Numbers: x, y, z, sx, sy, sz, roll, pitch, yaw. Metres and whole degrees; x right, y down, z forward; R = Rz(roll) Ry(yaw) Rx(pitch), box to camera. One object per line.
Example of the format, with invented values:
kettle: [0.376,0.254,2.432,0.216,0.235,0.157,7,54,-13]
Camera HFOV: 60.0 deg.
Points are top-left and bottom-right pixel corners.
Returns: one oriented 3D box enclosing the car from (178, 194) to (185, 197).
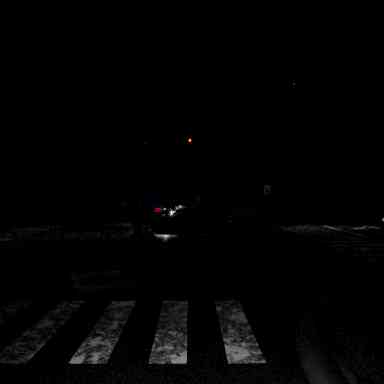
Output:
car: [-3.023,1.584,62.082,2.128,1.511,4.902,0,0,1]

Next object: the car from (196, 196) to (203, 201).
car: [2.064,1.698,90.133,1.812,1.442,4.674,0,0,0]

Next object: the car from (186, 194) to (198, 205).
car: [-0.123,1.660,63.479,1.994,1.385,4.181,0,0,1]

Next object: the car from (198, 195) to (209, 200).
car: [2.398,1.636,52.697,1.947,1.339,4.313,0,0,0]

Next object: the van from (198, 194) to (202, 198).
van: [2.409,1.424,58.208,1.690,1.788,3.998,0,0,0]

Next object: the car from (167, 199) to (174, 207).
car: [-3.150,1.634,32.061,1.895,1.301,4.718,0,0,1]

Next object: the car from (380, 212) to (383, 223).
car: [14.350,1.438,20.675,4.902,1.511,2.128,0,0,0]

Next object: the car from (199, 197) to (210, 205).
car: [2.420,1.647,63.718,2.008,1.369,4.403,0,0,0]

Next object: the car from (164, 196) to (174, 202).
car: [-5.571,1.694,80.267,2.008,1.369,4.403,0,0,0]

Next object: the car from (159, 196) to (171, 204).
car: [-5.594,1.552,69.246,1.967,1.590,4.097,0,0,0]

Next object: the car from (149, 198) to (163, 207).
car: [-5.627,1.652,52.713,1.802,1.307,4.206,0,0,0]

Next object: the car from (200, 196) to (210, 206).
car: [2.387,1.641,47.187,1.802,1.307,4.206,0,0,0]

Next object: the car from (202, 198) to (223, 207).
car: [2.364,1.606,36.164,1.947,1.339,4.313,0,0,0]

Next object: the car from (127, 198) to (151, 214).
car: [-5.661,1.480,36.181,1.967,1.590,4.097,0,0,0]

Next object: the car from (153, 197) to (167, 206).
car: [-5.616,1.634,58.224,2.008,1.369,4.403,0,0,0]

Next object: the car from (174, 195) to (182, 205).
car: [-3.086,1.633,52.001,1.994,1.385,4.181,0,0,0]

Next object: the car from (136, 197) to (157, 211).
car: [-5.649,1.489,41.692,1.967,1.590,4.097,0,0,0]

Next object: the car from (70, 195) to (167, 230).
car: [-4.567,1.236,20.619,5.566,2.045,2.150,0,0,0]

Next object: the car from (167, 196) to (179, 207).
car: [-3.107,1.614,42.017,1.994,1.385,4.181,0,0,1]

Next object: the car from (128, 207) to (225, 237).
car: [-0.698,1.609,17.384,4.718,1.301,1.895,0,0,0]
